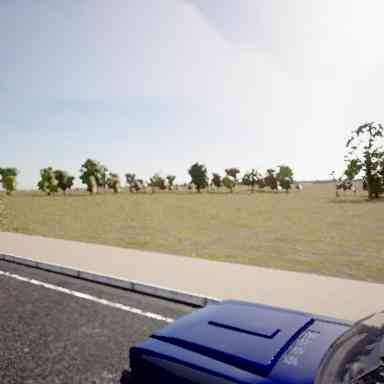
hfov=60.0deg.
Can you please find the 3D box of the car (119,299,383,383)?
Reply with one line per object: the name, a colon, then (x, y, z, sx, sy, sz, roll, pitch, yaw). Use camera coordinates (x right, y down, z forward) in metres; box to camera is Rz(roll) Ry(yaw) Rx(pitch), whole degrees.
car: (1.662, 1.601, 2.501, 4.718, 1.301, 1.895, 0, 0, 36)
